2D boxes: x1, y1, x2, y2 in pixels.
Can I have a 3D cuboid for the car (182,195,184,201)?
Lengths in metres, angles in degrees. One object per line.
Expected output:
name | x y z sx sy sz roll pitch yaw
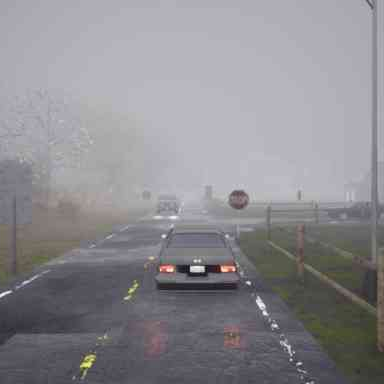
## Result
car | -2.791 1.452 59.906 1.837 1.490 4.892 0 0 1

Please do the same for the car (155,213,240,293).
car | 0.101 1.547 8.990 2.033 1.411 5.357 0 0 0

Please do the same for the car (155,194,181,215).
car | -2.574 1.207 34.551 2.150 2.045 5.566 0 0 -4

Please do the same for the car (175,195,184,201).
car | -2.740 1.330 74.796 1.895 1.301 4.718 0 0 0

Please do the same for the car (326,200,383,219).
car | 13.196 1.422 26.312 5.008 1.535 1.882 0 0 0
